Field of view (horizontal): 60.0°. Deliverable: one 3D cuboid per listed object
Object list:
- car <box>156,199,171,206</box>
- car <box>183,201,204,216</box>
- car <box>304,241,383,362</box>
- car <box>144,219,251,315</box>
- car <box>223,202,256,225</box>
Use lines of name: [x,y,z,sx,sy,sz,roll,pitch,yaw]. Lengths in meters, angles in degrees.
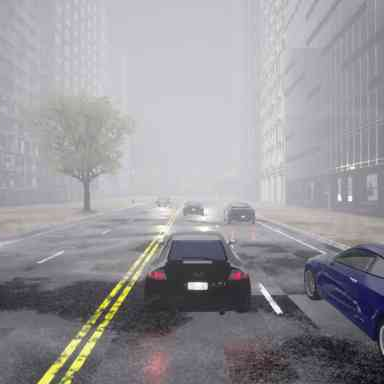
car: [-3.199,1.152,38.496,2.128,1.511,4.902,0,0,0]
car: [0.144,1.574,32.260,1.994,1.385,4.181,0,0,0]
car: [3.355,1.527,5.394,1.812,1.442,4.674,0,0,0]
car: [0.107,1.566,7.658,1.994,1.385,4.181,0,0,0]
car: [3.382,1.485,24.454,1.882,1.535,5.008,0,0,0]
